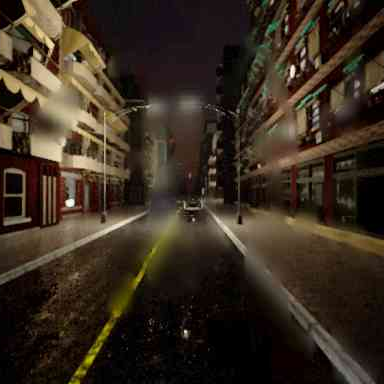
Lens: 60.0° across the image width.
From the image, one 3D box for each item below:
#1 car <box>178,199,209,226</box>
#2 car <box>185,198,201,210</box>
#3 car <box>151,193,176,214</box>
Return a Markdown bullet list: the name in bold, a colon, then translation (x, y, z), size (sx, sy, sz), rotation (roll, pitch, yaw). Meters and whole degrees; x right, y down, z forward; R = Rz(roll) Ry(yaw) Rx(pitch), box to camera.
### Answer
- **car**: translation (0.103, 1.453, 23.180), size (1.837, 1.490, 4.892), rotation (0, 1, 0)
- **car**: translation (0.104, 1.515, 42.503), size (1.895, 1.301, 4.718), rotation (0, 0, 0)
- **car**: translation (-2.845, 1.148, 34.176), size (2.150, 2.045, 5.566), rotation (0, 0, 0)
